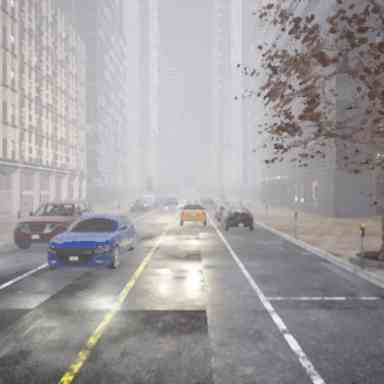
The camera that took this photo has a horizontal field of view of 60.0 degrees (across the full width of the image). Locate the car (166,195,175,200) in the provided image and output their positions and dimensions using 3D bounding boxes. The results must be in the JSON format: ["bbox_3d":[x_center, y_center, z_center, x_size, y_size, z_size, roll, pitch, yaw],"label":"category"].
[{"bbox_3d":[-5.710,1.462,88.612,1.887,1.381,4.507,0,0,0],"label":"car"}]

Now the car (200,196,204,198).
[{"bbox_3d":[0.093,1.530,41.410,2.033,1.411,5.357,0,0,0],"label":"car"}]

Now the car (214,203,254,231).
[{"bbox_3d":[2.684,1.546,20.295,2.008,1.369,4.403,0,0,0],"label":"car"}]

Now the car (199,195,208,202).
[{"bbox_3d":[2.673,1.482,77.222,1.887,1.381,4.507,0,0,0],"label":"car"}]

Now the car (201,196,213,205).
[{"bbox_3d":[2.676,1.507,60.144,1.887,1.381,4.507,0,0,0],"label":"car"}]

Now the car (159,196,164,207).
[{"bbox_3d":[-5.702,1.542,48.766,1.947,1.339,4.313,0,0,0],"label":"car"}]

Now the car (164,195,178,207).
[{"bbox_3d":[-3.086,1.450,51.862,1.882,1.535,5.008,0,0,0],"label":"car"}]

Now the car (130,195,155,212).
[{"bbox_3d":[-5.701,1.426,37.381,1.967,1.590,4.097,0,0,0],"label":"car"}]

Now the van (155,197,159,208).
[{"bbox_3d":[-5.702,1.322,43.072,1.690,1.788,3.998,0,0,0],"label":"van"}]

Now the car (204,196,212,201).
[{"bbox_3d":[2.678,1.535,54.451,1.947,1.339,4.313,0,0,0],"label":"car"}]

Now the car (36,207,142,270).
[{"bbox_3d":[-3.103,1.476,11.235,1.882,1.535,5.008,0,0,0],"label":"car"}]

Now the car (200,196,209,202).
[{"bbox_3d":[2.674,1.528,71.529,1.802,1.307,4.206,0,0,0],"label":"car"}]

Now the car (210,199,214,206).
[{"bbox_3d":[2.683,1.518,26.158,1.752,1.417,4.829,0,0,0],"label":"car"}]

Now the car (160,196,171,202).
[{"bbox_3d":[-5.706,1.512,71.535,1.947,1.339,4.313,0,0,0],"label":"car"}]

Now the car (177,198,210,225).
[{"bbox_3d":[0.095,1.449,24.001,1.801,1.575,5.366,0,0,0],"label":"car"}]

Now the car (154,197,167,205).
[{"bbox_3d":[-5.704,1.528,60.151,1.947,1.339,4.313,0,0,0],"label":"car"}]

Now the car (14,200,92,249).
[{"bbox_3d":[-5.697,1.312,14.612,2.192,1.841,5.009,0,0,0],"label":"car"}]
